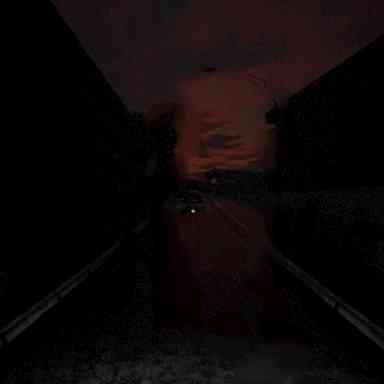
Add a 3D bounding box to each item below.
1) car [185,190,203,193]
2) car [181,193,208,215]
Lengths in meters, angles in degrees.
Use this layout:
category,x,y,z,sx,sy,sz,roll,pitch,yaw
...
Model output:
category,x,y,z,sx,sy,sz,roll,pitch,yaw
car,0.093,0.432,42.870,1.812,1.442,4.674,0,2,0
car,0.092,1.086,27.567,1.895,1.301,4.718,0,2,0
